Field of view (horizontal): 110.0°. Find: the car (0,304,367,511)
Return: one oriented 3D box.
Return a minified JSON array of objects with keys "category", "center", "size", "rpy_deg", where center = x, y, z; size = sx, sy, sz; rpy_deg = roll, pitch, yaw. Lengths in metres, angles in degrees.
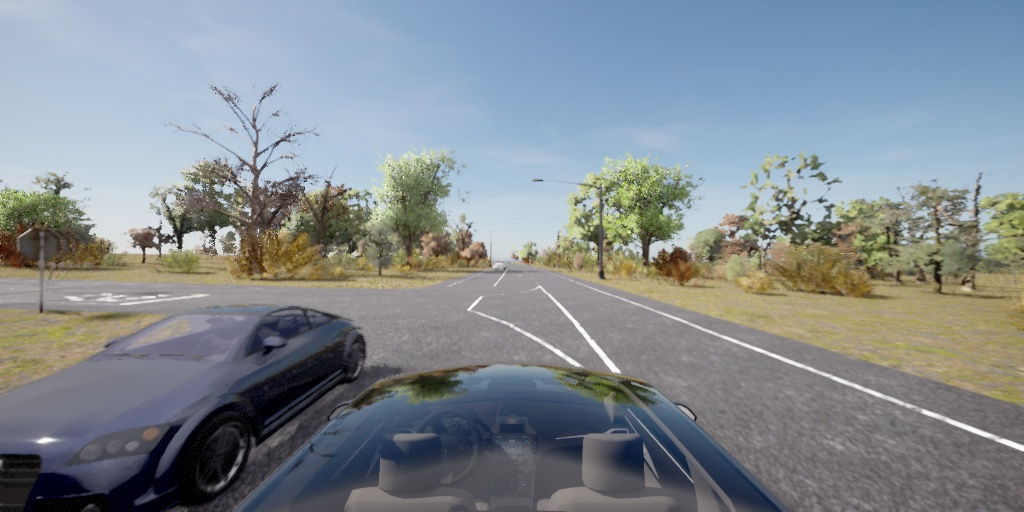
[{"category":"car","center":[-3.436,1.321,4.312],"size":[1.994,1.385,4.181],"rpy_deg":[0,1,1]}]
